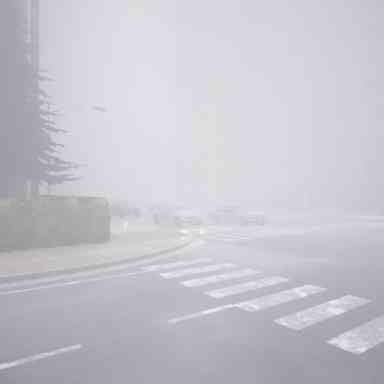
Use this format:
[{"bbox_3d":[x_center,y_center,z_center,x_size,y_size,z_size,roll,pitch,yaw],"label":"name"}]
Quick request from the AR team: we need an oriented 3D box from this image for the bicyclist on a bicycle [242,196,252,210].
[{"bbox_3d":[6.522,1.349,39.330,1.656,1.620,0.582,0,0,-35],"label":"bicyclist on a bicycle"}]

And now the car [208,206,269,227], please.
[{"bbox_3d":[3.141,1.652,23.444,1.895,1.301,4.718,0,0,-36],"label":"car"}]

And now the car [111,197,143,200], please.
[{"bbox_3d":[-8.183,1.599,39.347,2.033,1.411,5.357,0,0,-35],"label":"car"}]

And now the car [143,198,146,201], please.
[{"bbox_3d":[-8.728,1.527,52.313,1.882,1.535,5.008,0,0,-35],"label":"car"}]

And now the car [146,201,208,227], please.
[{"bbox_3d":[-1.176,1.578,23.469,1.812,1.442,4.674,0,0,-35],"label":"car"}]

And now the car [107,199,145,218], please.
[{"bbox_3d":[-6.464,1.653,30.880,1.895,1.301,4.718,0,0,-35],"label":"car"}]

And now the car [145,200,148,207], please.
[{"bbox_3d":[-2.183,1.652,30.902,1.895,1.301,4.718,0,0,-35],"label":"car"}]

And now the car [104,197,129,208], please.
[{"bbox_3d":[-11.448,1.528,50.100,1.882,1.535,5.008,0,0,-35],"label":"car"}]
